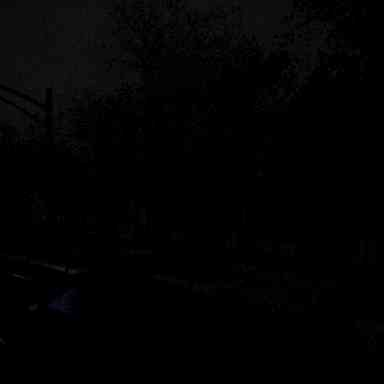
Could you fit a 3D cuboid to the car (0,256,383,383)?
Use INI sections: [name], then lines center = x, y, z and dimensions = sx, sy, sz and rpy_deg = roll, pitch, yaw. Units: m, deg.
[car]
center = -0.466, 1.545, 4.020
dimensions = 5.357, 1.411, 2.033
rpy_deg = 0, 0, 36
